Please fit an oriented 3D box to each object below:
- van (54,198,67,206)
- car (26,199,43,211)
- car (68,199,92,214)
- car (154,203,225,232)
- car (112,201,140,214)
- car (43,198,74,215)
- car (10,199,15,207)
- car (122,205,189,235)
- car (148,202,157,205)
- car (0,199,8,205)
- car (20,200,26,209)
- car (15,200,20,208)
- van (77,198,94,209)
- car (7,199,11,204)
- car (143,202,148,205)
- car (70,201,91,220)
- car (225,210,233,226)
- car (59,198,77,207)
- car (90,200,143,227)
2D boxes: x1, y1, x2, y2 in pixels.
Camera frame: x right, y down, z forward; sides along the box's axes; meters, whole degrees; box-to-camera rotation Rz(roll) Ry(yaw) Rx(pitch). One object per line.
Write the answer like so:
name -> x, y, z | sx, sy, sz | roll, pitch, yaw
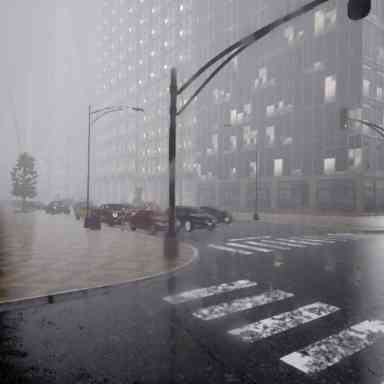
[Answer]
van -> -27.994, 2.118, 70.734 | 1.690, 1.788, 3.998 | 1, -1, -35
car -> -21.820, 1.960, 47.304 | 2.008, 1.369, 4.403 | 1, -1, -35
car -> -11.997, 1.818, 37.830 | 2.128, 1.511, 4.902 | 1, -1, -35
car -> -0.313, 1.635, 21.119 | 1.837, 1.490, 4.892 | 1, -1, -33
car -> -8.532, 1.975, 42.938 | 1.752, 1.417, 4.829 | 1, -1, -35
car -> -15.300, 1.740, 37.995 | 1.967, 1.590, 4.097 | 1, -1, -35
car -> -31.600, 2.124, 61.270 | 2.008, 1.369, 4.403 | 1, -1, -35
car -> -2.260, 1.663, 19.371 | 1.802, 1.307, 4.206 | 1, -1, -35
car -> -5.175, 1.834, 38.145 | 1.967, 1.590, 4.097 | 1, -1, -35
car -> -41.379, 2.288, 75.237 | 2.008, 1.369, 4.403 | 1, -1, -35
car -> -25.079, 2.030, 51.960 | 1.947, 1.339, 4.313 | 1, -1, -35
car -> -28.339, 2.063, 56.615 | 1.887, 1.381, 4.507 | 1, -1, -35
van -> -18.214, 1.954, 56.768 | 1.690, 1.788, 3.998 | 1, -1, -35
car -> -34.859, 2.210, 65.926 | 1.802, 1.307, 4.206 | 1, -1, -35
car -> -6.078, 1.731, 29.356 | 1.837, 1.490, 4.892 | 1, -1, -35
car -> -8.682, 1.714, 28.544 | 1.752, 1.417, 4.829 | 1, -1, -35
car -> 1.077, 1.733, 24.714 | 1.812, 1.442, 4.674 | 1, -1, -35
car -> -24.735, 2.037, 66.079 | 2.192, 1.841, 5.009 | 1, -1, -35
car -> -5.520, 1.575, 24.029 | 1.967, 1.590, 4.097 | 1, -1, -35
